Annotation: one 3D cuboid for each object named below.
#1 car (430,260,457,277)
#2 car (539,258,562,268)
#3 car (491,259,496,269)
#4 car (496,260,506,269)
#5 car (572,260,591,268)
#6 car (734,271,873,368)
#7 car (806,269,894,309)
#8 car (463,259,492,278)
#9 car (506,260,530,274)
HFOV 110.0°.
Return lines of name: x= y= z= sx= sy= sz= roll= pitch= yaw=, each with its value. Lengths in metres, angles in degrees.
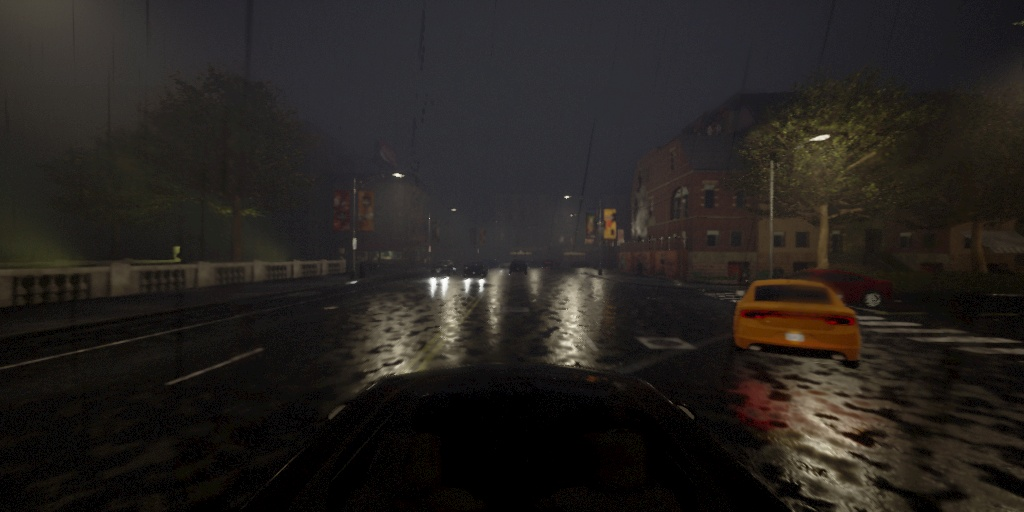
car: x=-6.608 y=1.160 z=35.080 sx=2.128 sy=1.511 sz=4.902 roll=0 pitch=0 yaw=2
car: x=6.787 y=1.266 z=59.810 sx=1.837 sy=1.490 sz=4.892 roll=0 pitch=0 yaw=29
car: x=-3.753 y=1.155 z=53.624 sx=1.882 sy=1.535 sz=5.008 roll=0 pitch=0 yaw=19
car: x=-0.261 y=1.308 z=53.336 sx=1.895 sy=1.301 sz=4.718 roll=0 pitch=0 yaw=19
car: x=11.906 y=1.366 z=61.405 sx=1.994 sy=1.385 sz=4.181 roll=0 pitch=0 yaw=34
car: x=6.368 y=1.275 z=8.280 sx=1.882 sy=1.535 sz=5.008 roll=-1 pitch=-1 yaw=35
car: x=13.015 y=1.326 z=15.312 sx=5.008 sy=1.535 sz=1.882 roll=0 pitch=0 yaw=6
car: x=-3.192 y=1.263 z=32.436 sx=1.994 sy=1.385 sz=4.181 roll=0 pitch=0 yaw=2
car: x=0.779 y=1.204 z=40.246 sx=1.882 sy=1.535 sz=5.008 roll=0 pitch=0 yaw=4
